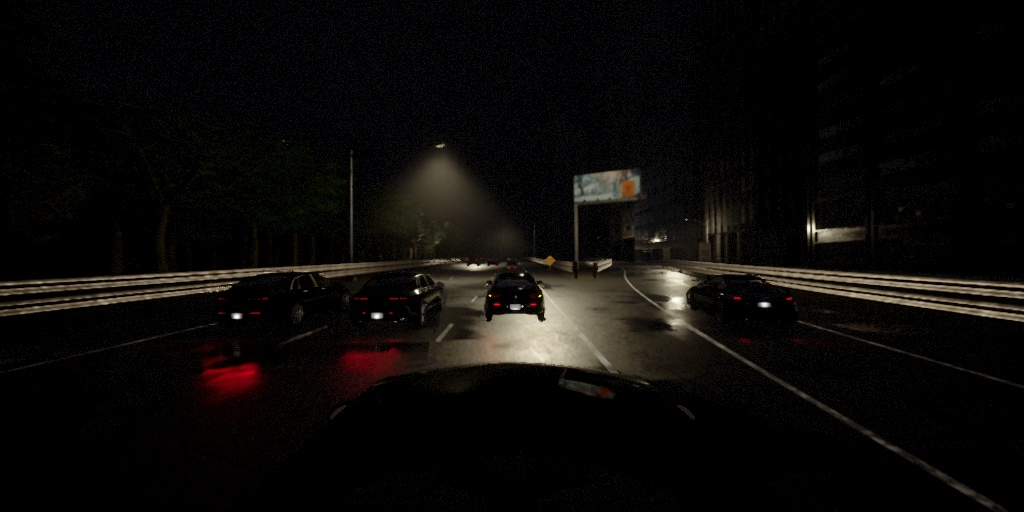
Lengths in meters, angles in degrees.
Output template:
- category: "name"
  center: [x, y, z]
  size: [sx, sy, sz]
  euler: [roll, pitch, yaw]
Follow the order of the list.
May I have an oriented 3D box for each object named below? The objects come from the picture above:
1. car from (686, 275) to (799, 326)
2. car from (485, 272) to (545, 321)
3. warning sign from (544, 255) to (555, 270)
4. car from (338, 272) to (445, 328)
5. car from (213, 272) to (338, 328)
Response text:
- category: "car"
  center: [7.259, 1.299, 11.767]
  size: [1.994, 1.385, 4.181]
  euler: [0, 0, 10]
- category: "car"
  center: [0.087, 1.274, 12.396]
  size: [1.812, 1.442, 4.674]
  euler: [0, 0, 0]
- category: "warning sign"
  center: [4.551, 0.806, 42.872]
  size: [1.300, 1.860, 1.060]
  euler: [0, 0, 0]
- category: "car"
  center: [-3.398, 1.254, 11.445]
  size: [1.837, 1.490, 4.892]
  euler: [0, 0, 0]
- category: "car"
  center: [-6.897, 1.254, 11.408]
  size: [1.837, 1.490, 4.892]
  euler: [0, 0, 0]
